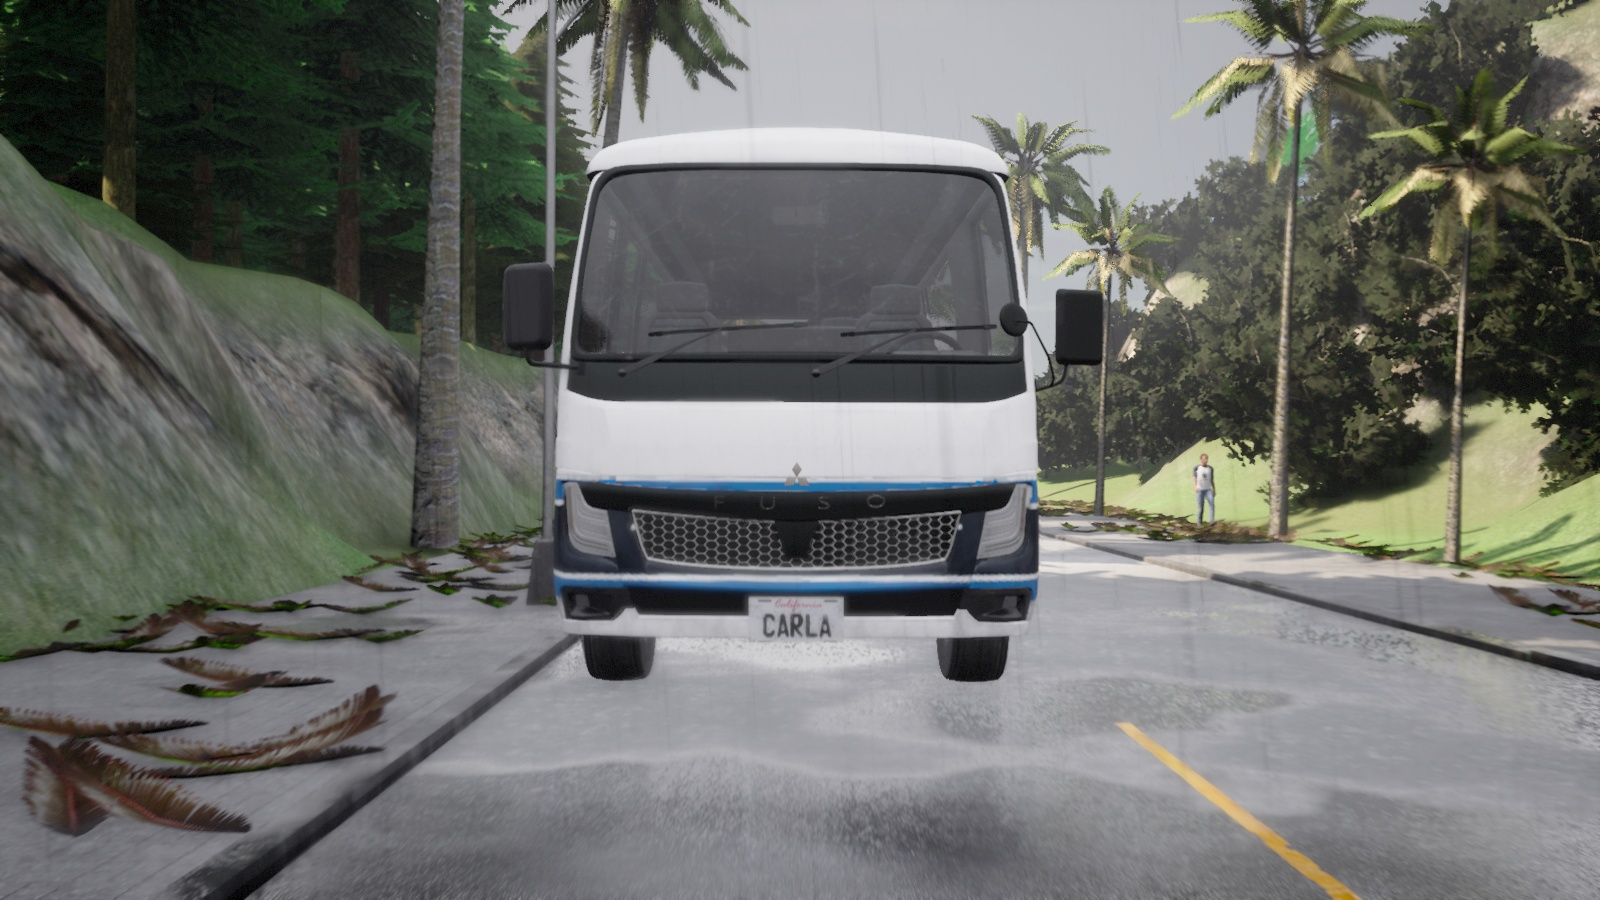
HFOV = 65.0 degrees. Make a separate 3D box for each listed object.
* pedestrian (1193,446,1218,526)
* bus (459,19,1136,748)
[{"bbox_3d":[9.468,0.835,29.329,0.354,1.836,0.706,0,-1,0],"label":"pedestrian"},{"bbox_3d":[-0.032,-0.353,12.480,3.944,4.253,10.273,0,0,0],"label":"bus"}]
